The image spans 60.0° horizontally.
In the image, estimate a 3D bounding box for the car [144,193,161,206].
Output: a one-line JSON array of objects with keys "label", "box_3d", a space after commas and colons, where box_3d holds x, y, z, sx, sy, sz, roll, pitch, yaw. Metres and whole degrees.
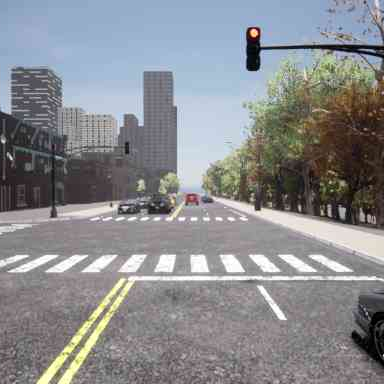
[{"label": "car", "box_3d": [-6.694, 1.201, 56.663, 2.150, 2.045, 5.566, 0, 0, 1]}]

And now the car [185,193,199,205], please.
[{"label": "car", "box_3d": [-0.017, 1.198, 59.291, 2.150, 2.045, 5.566, 0, 0, 0]}]

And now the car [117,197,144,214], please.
[{"label": "car", "box_3d": [-6.661, 1.481, 35.573, 2.128, 1.511, 4.902, 0, 0, 0]}]

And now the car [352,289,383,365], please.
[{"label": "car", "box_3d": [3.345, 1.547, 2.563, 2.033, 1.411, 5.357, 0, 0, 0]}]

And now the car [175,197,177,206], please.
[{"label": "car", "box_3d": [-3.425, 1.462, 45.898, 1.882, 1.535, 5.008, 0, 0, 0]}]

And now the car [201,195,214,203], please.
[{"label": "car", "box_3d": [3.223, 1.539, 65.880, 1.994, 1.385, 4.181, 0, 0, 0]}]

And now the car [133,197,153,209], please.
[{"label": "car", "box_3d": [-6.675, 1.476, 45.974, 2.128, 1.511, 4.902, 0, 0, 0]}]

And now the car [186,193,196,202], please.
[{"label": "car", "box_3d": [-0.147, 1.195, 75.719, 2.150, 2.045, 5.566, 0, 0, 0]}]

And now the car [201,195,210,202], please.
[{"label": "car", "box_3d": [3.103, 1.447, 75.908, 1.882, 1.535, 5.008, 0, 0, 0]}]

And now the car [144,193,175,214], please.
[{"label": "car", "box_3d": [-3.421, 1.210, 35.900, 2.150, 2.045, 5.566, 0, 0, 1]}]
